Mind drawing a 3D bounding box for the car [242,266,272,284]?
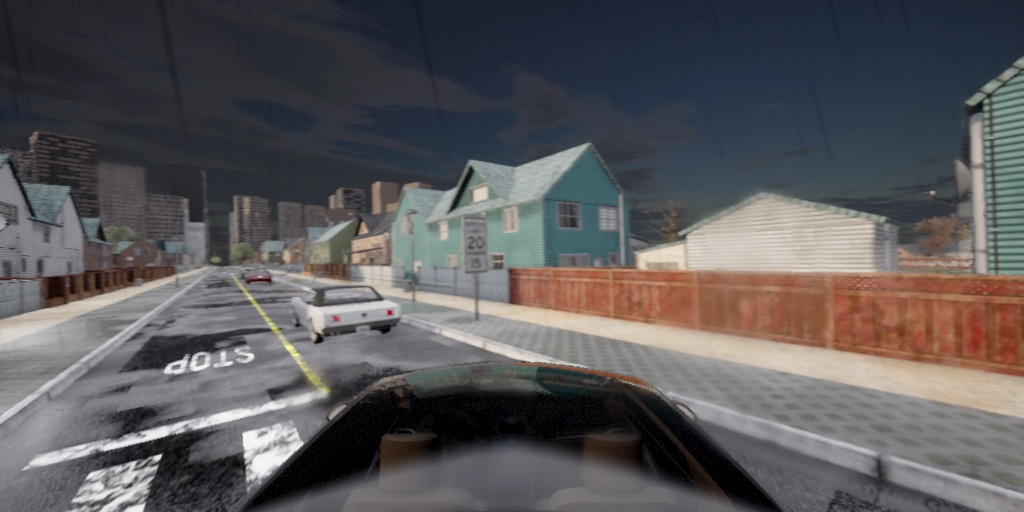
[{"bbox_3d":[-24.188,1.888,34.192,1.994,1.385,4.181,-1,0,-39],"label":"car"}]

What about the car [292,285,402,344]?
[{"bbox_3d":[-4.899,1.467,10.179,1.895,1.301,4.718,-1,0,-39],"label":"car"}]

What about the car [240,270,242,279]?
[{"bbox_3d":[-30.688,1.971,42.191,2.128,1.511,4.902,-1,0,-39],"label":"car"}]
